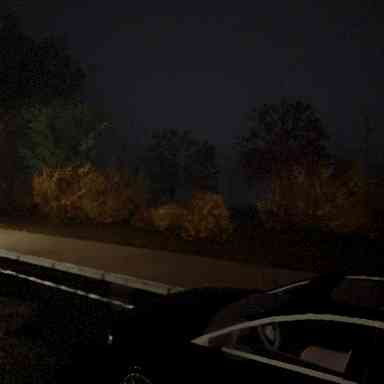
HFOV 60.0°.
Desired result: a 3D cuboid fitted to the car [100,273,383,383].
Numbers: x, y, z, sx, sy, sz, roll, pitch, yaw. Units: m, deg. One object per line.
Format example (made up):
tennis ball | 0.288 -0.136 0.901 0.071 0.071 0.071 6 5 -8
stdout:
car | 1.297 1.485 2.729 4.902 1.511 2.128 1 0 35
